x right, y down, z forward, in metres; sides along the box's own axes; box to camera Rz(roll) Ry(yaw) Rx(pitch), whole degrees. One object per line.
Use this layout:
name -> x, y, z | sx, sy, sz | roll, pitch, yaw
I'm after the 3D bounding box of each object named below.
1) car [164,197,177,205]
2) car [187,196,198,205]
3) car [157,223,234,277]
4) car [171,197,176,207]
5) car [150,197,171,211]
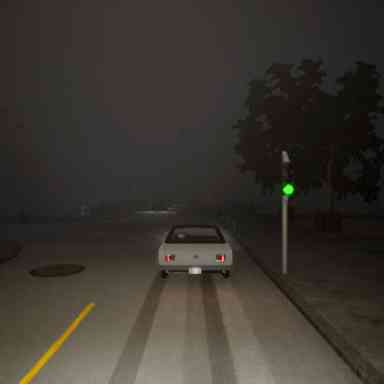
car -> -3.999, 1.653, 62.154 | 2.033, 1.411, 5.357 | 0, 0, 0
car -> 0.100, 1.457, 61.758 | 2.097, 1.767, 4.553 | 0, 0, 0
car -> 0.092, 1.618, 10.262 | 1.895, 1.301, 4.718 | 0, 0, 0
car -> -4.071, 1.635, 51.813 | 2.033, 1.411, 5.357 | 0, 0, 0
car -> -4.095, 1.576, 42.116 | 1.837, 1.490, 4.892 | 0, 0, 0
